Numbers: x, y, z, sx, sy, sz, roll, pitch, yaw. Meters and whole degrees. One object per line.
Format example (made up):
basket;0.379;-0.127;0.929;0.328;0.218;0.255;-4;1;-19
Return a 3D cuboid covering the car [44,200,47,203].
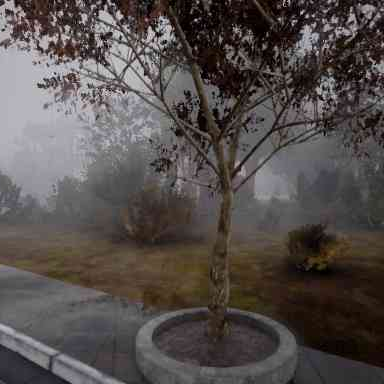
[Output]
car;-15.795;1.257;40.557;1.812;1.442;4.674;1;0;32

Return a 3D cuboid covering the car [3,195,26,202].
car;-22.570;1.174;43.292;1.837;1.490;4.892;1;0;32
